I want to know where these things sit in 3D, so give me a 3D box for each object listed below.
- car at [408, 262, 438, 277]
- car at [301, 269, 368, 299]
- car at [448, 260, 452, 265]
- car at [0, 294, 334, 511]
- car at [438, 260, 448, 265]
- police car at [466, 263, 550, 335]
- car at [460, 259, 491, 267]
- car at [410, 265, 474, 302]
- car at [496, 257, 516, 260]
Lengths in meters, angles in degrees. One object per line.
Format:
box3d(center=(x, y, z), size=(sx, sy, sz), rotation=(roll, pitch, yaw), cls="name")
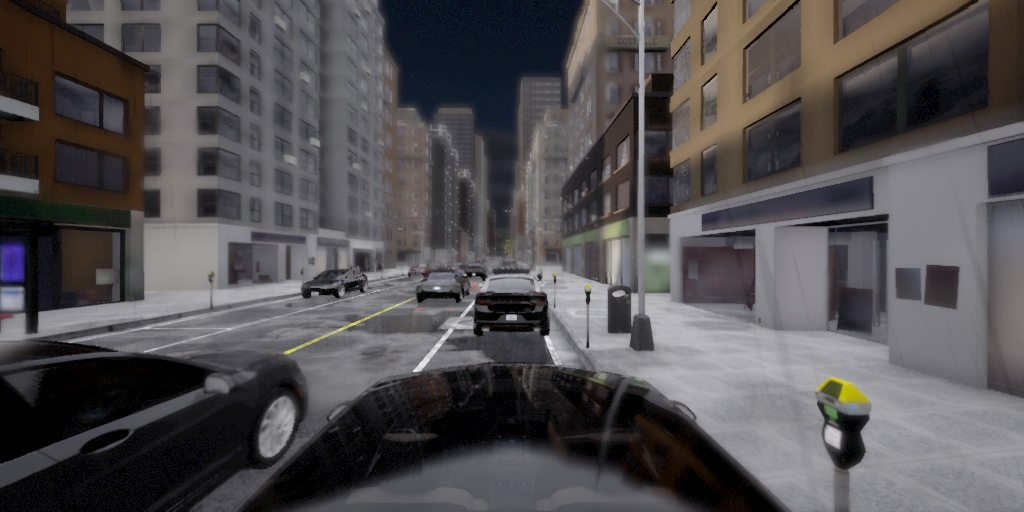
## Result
box3d(center=(-8.814, 1.333, 34.778), size=(1.802, 1.307, 4.207), rotation=(0, 0, 0), cls="car")
box3d(center=(-8.813, 1.316, 18.202), size=(1.948, 1.339, 4.313), rotation=(0, 0, 0), cls="car")
box3d(center=(-8.814, 1.191, 45.828), size=(1.967, 1.591, 4.097), rotation=(0, 0, 0), cls="car")
box3d(center=(-3.145, 1.256, 1.967), size=(1.837, 1.490, 4.892), rotation=(0, 0, 0), cls="car")
box3d(center=(-8.814, 1.317, 40.303), size=(1.948, 1.339, 4.313), rotation=(0, 0, 0), cls="car")
box3d(center=(-0.012, 1.175, 10.610), size=(1.930, 1.638, 5.238), rotation=(0, 0, 0), cls="police car")
box3d(center=(-3.142, 1.258, 32.056), size=(1.837, 1.490, 4.892), rotation=(0, 0, 0), cls="car")
box3d(center=(-3.142, 1.315, 17.037), size=(1.994, 1.385, 4.181), rotation=(0, 0, 0), cls="car")
box3d(center=(-0.288, 1.066, 40.309), size=(2.192, 1.841, 5.009), rotation=(0, 0, 0), cls="car")
